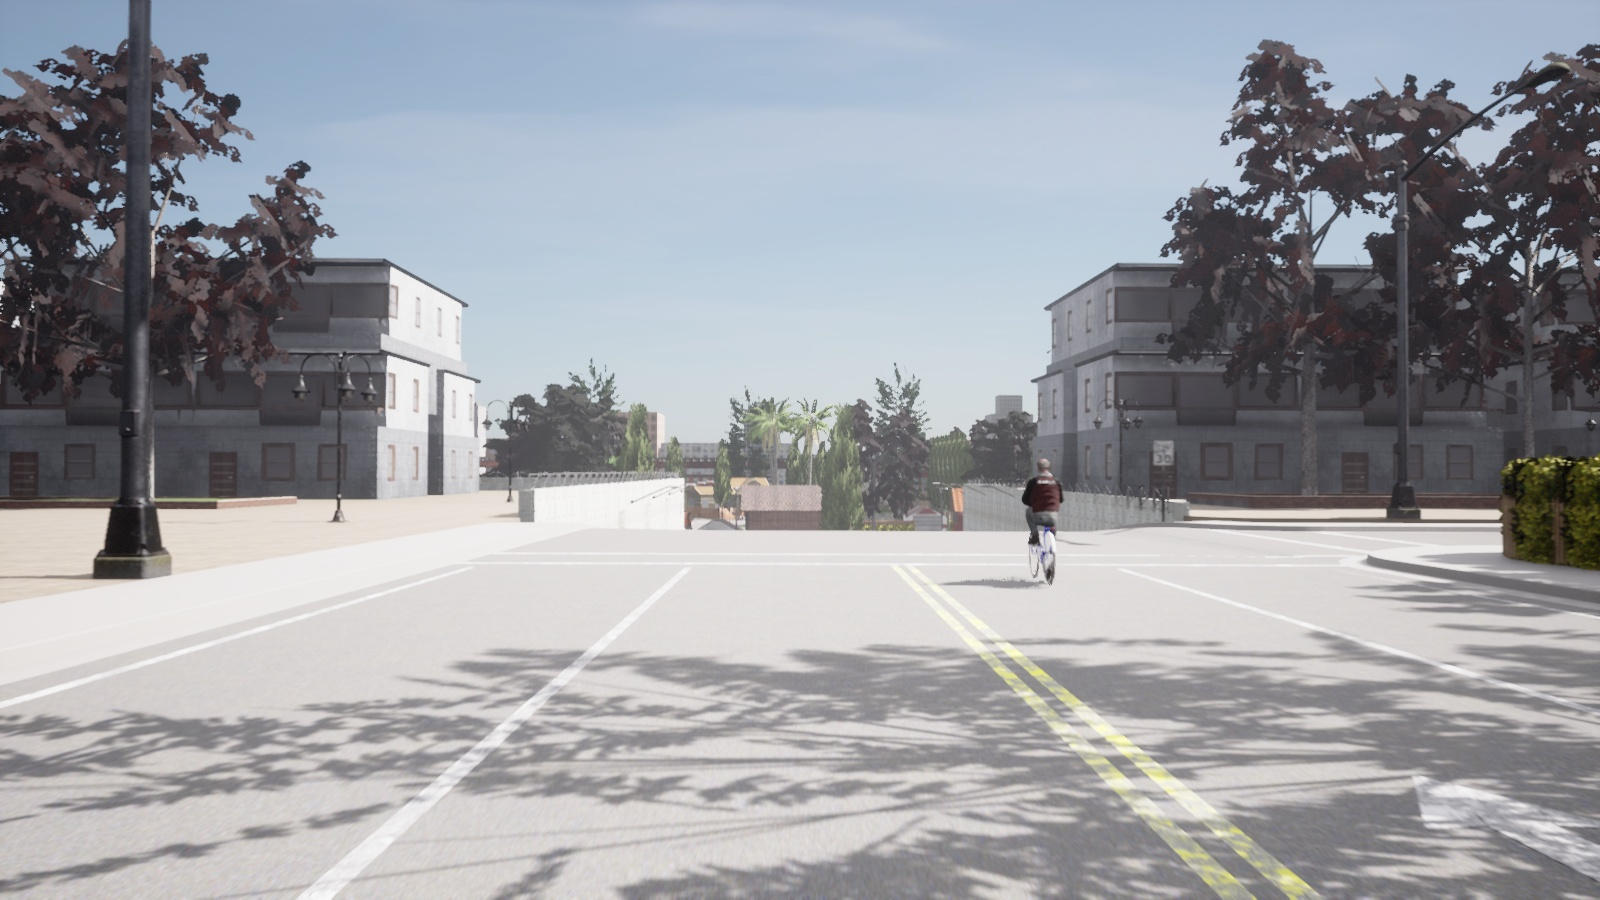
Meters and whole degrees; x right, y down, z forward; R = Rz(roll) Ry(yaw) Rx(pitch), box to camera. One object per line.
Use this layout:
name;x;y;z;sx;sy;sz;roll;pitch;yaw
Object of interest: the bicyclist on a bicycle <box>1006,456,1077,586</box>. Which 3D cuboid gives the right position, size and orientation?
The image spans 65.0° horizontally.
bicyclist on a bicycle;3.455;0.983;18.118;0.659;1.776;1.843;0;-1;0
